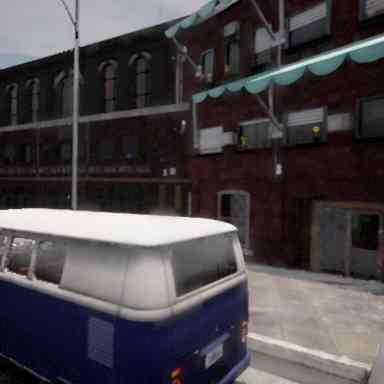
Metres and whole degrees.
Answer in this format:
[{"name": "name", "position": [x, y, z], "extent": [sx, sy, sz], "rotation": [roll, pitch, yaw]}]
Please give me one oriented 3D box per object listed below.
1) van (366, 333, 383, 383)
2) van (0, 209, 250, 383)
[{"name": "van", "position": [2.969, 1.255, 1.175], "extent": [4.442, 1.987, 1.878], "rotation": [0, 0, 36]}, {"name": "van", "position": [-1.569, 1.253, 4.352], "extent": [4.442, 1.987, 1.878], "rotation": [0, 0, 35]}]
